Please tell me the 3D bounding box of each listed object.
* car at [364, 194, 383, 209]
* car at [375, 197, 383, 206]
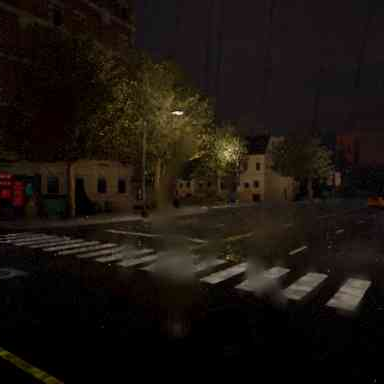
[{"bbox_3d":[25.550,1.434,46.093,1.882,1.535,5.008,1,0,35],"label":"car"},{"bbox_3d":[31.387,1.504,54.367,2.033,1.411,5.357,1,0,36],"label":"car"}]
